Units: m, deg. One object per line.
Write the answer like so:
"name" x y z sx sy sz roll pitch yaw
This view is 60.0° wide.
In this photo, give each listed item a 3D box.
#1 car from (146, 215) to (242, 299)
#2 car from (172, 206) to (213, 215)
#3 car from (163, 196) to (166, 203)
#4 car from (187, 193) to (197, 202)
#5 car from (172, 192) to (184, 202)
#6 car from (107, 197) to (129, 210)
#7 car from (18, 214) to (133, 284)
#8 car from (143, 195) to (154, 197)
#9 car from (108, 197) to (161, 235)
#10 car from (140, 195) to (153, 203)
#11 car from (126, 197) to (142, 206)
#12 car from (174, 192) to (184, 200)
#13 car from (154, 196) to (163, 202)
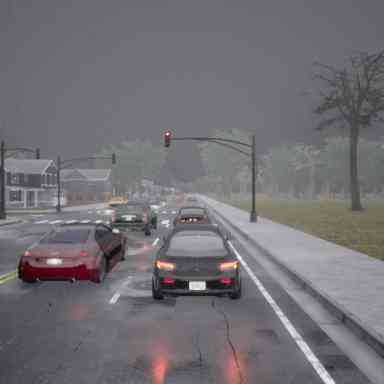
"car" 0.099 1.525 8.295 1.812 1.442 4.674 0 0 0
"car" 0.031 1.504 17.424 1.837 1.490 4.892 0 0 1
"car" -6.515 1.519 70.631 1.994 1.385 4.181 0 0 0
"car" -0.016 1.508 75.036 1.994 1.385 4.181 0 0 0
"car" -3.266 1.311 75.006 2.097 1.767 4.553 0 0 0
"car" -9.860 1.467 44.456 1.882 1.535 5.008 0 0 -1
"car" -3.152 1.564 9.615 1.994 1.385 4.181 0 0 0
"car" -6.604 1.494 44.413 1.837 1.490 4.892 0 0 0
"car" -3.164 1.351 18.656 2.097 1.767 4.553 0 0 0
"car" -9.765 1.491 71.072 2.128 1.511 4.902 0 0 0
"car" -9.844 1.542 57.143 1.994 1.385 4.181 0 0 0
"car" -3.268 1.029 85.070 2.150 2.045 5.566 0 0 0
"car" -6.596 1.468 56.776 2.128 1.511 4.902 0 0 0
